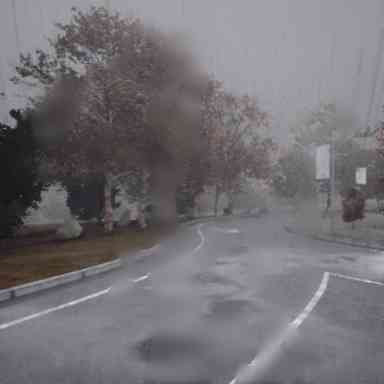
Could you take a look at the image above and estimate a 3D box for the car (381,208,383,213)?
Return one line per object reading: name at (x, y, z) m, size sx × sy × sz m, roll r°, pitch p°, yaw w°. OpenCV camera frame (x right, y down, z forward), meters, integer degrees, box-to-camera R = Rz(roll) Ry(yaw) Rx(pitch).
car at (24.212, 1.952, 37.025) m, size 5.357 × 1.411 × 2.033 m, roll 0°, pitch -1°, yaw 16°
